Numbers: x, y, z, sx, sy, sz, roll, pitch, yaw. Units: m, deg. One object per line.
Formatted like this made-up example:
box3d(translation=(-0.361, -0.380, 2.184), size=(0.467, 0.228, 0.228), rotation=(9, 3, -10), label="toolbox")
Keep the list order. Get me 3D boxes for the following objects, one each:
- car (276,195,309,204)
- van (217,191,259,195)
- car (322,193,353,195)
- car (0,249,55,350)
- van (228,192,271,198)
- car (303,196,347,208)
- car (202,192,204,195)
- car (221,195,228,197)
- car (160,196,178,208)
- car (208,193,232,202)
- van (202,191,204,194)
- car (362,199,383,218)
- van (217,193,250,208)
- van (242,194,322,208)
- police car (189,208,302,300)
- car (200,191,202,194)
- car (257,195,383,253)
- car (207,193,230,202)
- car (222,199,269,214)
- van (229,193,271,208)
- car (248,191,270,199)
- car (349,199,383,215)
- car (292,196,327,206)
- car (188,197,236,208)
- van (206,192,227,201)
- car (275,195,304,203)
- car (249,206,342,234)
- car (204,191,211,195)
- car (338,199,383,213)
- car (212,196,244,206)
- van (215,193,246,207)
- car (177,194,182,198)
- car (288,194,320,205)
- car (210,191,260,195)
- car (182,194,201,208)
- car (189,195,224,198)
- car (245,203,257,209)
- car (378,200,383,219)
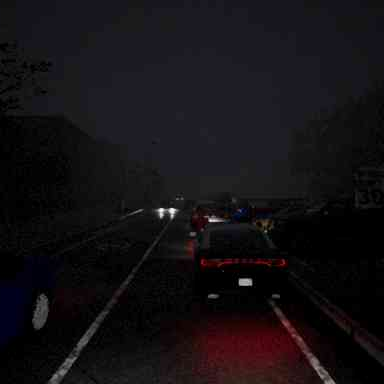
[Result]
box3d(translation=(18.495, 1.314, 61.308), size=(5.366, 1.575, 1.946), rotation=(0, 0, 0), label="car")
box3d(translation=(5.768, 1.234, 41.256), size=(4.442, 1.987, 1.878), rotation=(0, 0, 0), label="van")
box3d(translation=(18.708, 1.220, 39.101), size=(5.566, 2.045, 2.435), rotation=(0, 0, 0), label="car")
box3d(translation=(-3.353, 1.481, 3.884), size=(1.882, 1.535, 5.008), rotation=(0, 0, 0), label="car")
box3d(translation=(5.796, 1.274, 30.035), size=(4.442, 1.987, 1.878), rotation=(0, 0, 0), label="van")
box3d(translation=(18.901, 1.414, 47.430), size=(5.366, 1.575, 1.946), rotation=(0, 0, 0), label="car")
box3d(translation=(5.554, 1.198, 77.697), size=(5.008, 1.535, 2.097), rotation=(0, 0, 0), label="car")
box3d(translation=(5.664, 1.474, 38.449), size=(4.892, 1.521, 2.231), rotation=(0, 0, 0), label="car")
box3d(translation=(-3.400, 1.530, 46.003), size=(1.895, 1.301, 4.718), rotation=(0, 0, 0), label="car")
box3d(translation=(5.557, 1.153, 66.483), size=(4.553, 1.767, 2.185), rotation=(0, 0, 0), label="car")
box3d(translation=(5.422, 0.912, 86.104), size=(4.442, 1.987, 1.878), rotation=(0, 0, 0), label="van")
box3d(translation=(18.942, 1.496, 30.773), size=(5.366, 1.575, 1.946), rotation=(0, 0, 0), label="car")
box3d(translation=(5.754, 1.194, 46.860), size=(4.442, 1.987, 1.878), rotation=(0, 0, 0), label="van")
box3d(translation=(5.817, 1.274, 21.623), size=(4.442, 1.987, 1.878), rotation=(0, 0, 0), label="van")
box3d(translation=(0.966, 1.431, 8.613), size=(1.930, 1.638, 5.238), rotation=(0, 0, 0), label="police car")
box3d(translation=(5.710, 1.095, 91.713), size=(5.366, 1.575, 1.946), rotation=(0, 0, 0), label="car")
box3d(translation=(5.693, 1.243, 13.213), size=(5.566, 2.045, 2.435), rotation=(0, 0, 0), label="car")
box3d(translation=(5.549, 1.133, 69.286), size=(4.553, 1.767, 2.185), rotation=(0, 0, 0), label="car")
box3d(translation=(5.663, 1.527, 35.646), size=(4.674, 1.452, 2.002), rotation=(0, 0, 0), label="car")
box3d(translation=(5.570, 1.277, 27.233), size=(4.442, 1.987, 1.878), rotation=(0, 0, 0), label="van")
box3d(translation=(18.574, 0.846, 91.968), size=(5.566, 2.045, 2.435), rotation=(0, 0, 0), label="car")
box3d(translation=(18.721, 1.526, 33.544), size=(4.792, 1.488, 2.163), rotation=(0, 0, 0), label="car")
box3d(translation=(18.673, 1.406, 52.981), size=(4.792, 1.488, 2.163), rotation=(0, 0, 0), label="car")
box3d(translation=(0.954, 1.356, 18.485), size=(2.097, 1.767, 4.553), rotation=(0, 0, 0), label="car")
box3d(translation=(5.450, 0.993, 74.892), size=(4.442, 1.987, 1.878), rotation=(0, 0, 0), label="van")
box3d(translation=(18.679, 1.298, 64.085), size=(4.892, 1.521, 2.231), rotation=(0, 0, 0), label="car")
box3d(translation=(5.710, 1.538, 18.819), size=(4.674, 1.452, 2.002), rotation=(0, 0, 0), label="car")
box3d(translation=(5.573, 1.068, 60.876), size=(5.566, 2.045, 2.435), rotation=(0, 0, 0), label="car")
box3d(translation=(18.772, 1.514, 36.327), size=(4.792, 1.488, 2.163), rotation=(0, 0, 0), label="car")
box3d(translation=(5.617, 1.380, 52.468), size=(4.892, 1.521, 2.231), rotation=(0, 0, 0), label="car")
box3d(translation=(5.747, 1.174, 49.663), size=(4.442, 1.987, 1.878), rotation=(0, 0, 0), label="van")
box3d(translation=(-3.357, 1.178, 94.055), size=(1.994, 1.385, 4.181), rotation=(0, 0, 0), label="car")
box3d(translation=(18.725, 1.231, 55.758), size=(4.553, 1.767, 2.185), rotation=(0, 0, 0), label="car")
box3d(translation=(5.616, 1.189, 44.056), size=(5.566, 2.045, 2.435), rotation=(0, 0, 0), label="car")
box3d(translation=(-0.035, 1.407, 45.969), size=(1.882, 1.535, 5.008), rotation=(0, 0, 0), label="car")
box3d(translation=(0.948, 1.349, 24.493), size=(2.097, 1.767, 4.553), rotation=(0, 0, 0), label="car")
box3d(translation=(5.529, 1.493, 16.016), size=(5.366, 1.575, 1.946), rotation=(0, 0, 0), label="car")
box3d(translation=(18.759, 1.502, 27.995), size=(5.008, 1.535, 2.097), rotation=(0, 0, 0), label="car")
